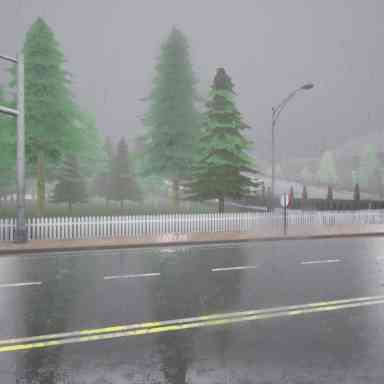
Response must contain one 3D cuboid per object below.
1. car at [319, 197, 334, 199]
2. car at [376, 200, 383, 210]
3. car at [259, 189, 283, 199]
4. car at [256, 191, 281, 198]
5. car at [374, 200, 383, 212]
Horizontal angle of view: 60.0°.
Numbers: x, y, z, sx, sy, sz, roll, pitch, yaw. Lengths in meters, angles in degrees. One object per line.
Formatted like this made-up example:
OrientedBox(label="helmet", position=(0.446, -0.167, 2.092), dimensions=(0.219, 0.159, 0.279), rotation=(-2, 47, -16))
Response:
OrientedBox(label="car", position=(19.164, 1.414, 46.473), dimensions=(1.895, 1.301, 4.718), rotation=(0, 2, -19))
OrientedBox(label="car", position=(20.231, 1.501, 32.705), dimensions=(1.837, 1.490, 4.892), rotation=(0, 0, -18))
OrientedBox(label="car", position=(14.317, 0.363, 60.678), dimensions=(1.895, 1.301, 4.718), rotation=(0, 6, -18))
OrientedBox(label="car", position=(12.518, 0.551, 55.064), dimensions=(2.097, 1.767, 4.553), rotation=(0, 4, -19))
OrientedBox(label="car", position=(22.657, 1.591, 36.385), dimensions=(1.895, 1.301, 4.718), rotation=(0, 0, -19))
